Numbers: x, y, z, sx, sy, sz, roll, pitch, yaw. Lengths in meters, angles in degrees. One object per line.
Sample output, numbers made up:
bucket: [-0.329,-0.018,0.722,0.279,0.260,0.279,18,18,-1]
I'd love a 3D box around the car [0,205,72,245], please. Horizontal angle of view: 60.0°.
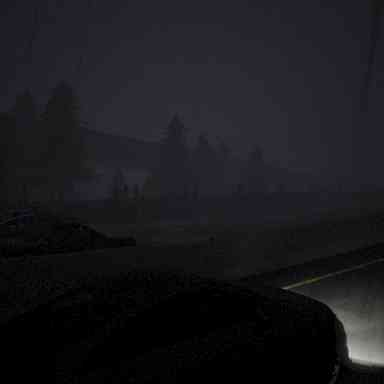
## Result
car: [-8.336,1.483,15.243,4.902,1.511,2.128,-1,0,-35]

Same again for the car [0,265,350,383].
car: [-0.150,1.557,3.640,4.181,1.385,1.994,0,0,-36]

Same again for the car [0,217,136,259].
car: [-4.150,1.592,9.630,4.718,1.301,1.895,-1,0,-35]

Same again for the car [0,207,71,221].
car: [-6.309,1.483,12.389,4.902,1.511,2.128,-1,0,-35]
